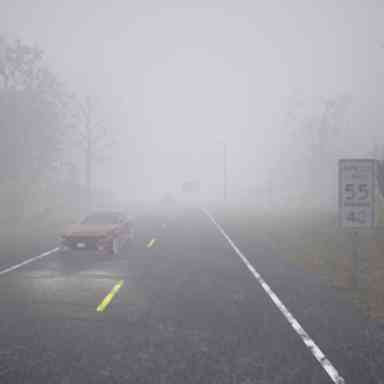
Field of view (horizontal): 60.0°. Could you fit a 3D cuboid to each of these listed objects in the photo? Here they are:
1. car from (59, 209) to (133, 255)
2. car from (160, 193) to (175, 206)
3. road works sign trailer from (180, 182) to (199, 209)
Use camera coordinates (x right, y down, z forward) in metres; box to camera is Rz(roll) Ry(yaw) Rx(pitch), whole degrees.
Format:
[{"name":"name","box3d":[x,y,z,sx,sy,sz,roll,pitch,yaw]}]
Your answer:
[{"name":"car","box3d":[-3.625,1.461,13.371,1.882,1.535,5.008,0,0,0]},{"name":"car","box3d":[-3.870,1.150,53.611,2.150,2.045,5.566,0,0,0]},{"name":"road works sign trailer","box3d":[-0.209,0.406,44.392,2.380,3.560,2.880,0,0,1]}]
